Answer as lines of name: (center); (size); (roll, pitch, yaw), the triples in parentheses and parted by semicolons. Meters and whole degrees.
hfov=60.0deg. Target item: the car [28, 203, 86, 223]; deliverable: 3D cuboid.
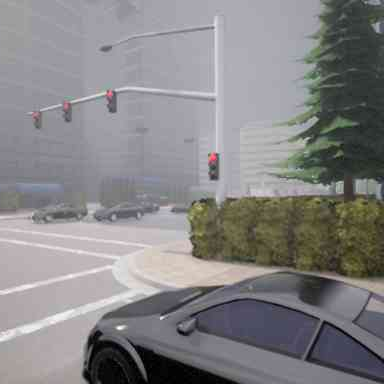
car: (-10.928, 1.673, 27.455); (2.128, 1.511, 4.902); (-1, 0, 35)

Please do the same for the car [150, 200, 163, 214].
car: (-5.589, 1.783, 35.054); (1.895, 1.301, 4.718); (-1, 0, 35)

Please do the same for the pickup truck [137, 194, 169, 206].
pickup truck: (-7.013, 1.338, 55.682); (6.274, 2.098, 2.390); (0, 0, -24)

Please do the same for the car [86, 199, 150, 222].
car: (-6.120, 1.661, 28.212); (1.837, 1.490, 4.892); (-1, 0, 35)

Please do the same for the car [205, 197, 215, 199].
car: (1.935, 1.535, 45.742); (2.097, 1.767, 4.553); (-1, 0, 35)

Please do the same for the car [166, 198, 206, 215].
car: (-0.143, 1.704, 36.721); (2.033, 1.411, 5.357); (-1, 0, 35)

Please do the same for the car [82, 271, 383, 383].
car: (0.786, 1.573, 3.421); (4.181, 1.385, 1.994); (0, 0, 36)
